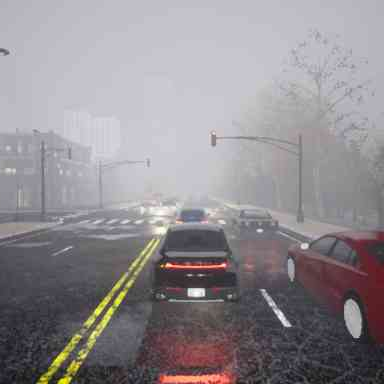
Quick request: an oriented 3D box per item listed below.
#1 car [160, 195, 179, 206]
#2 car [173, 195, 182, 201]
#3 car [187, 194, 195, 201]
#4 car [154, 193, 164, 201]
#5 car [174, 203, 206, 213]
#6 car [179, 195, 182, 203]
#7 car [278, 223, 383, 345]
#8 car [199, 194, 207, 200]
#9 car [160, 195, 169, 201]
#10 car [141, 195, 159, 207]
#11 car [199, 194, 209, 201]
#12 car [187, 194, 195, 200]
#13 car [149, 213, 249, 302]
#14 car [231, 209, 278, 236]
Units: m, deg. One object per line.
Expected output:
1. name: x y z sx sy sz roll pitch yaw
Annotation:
1. car: -3.511 1.539 52.229 1.994 1.385 4.181 0 0 0
2. car: -3.525 1.471 81.910 2.128 1.511 4.902 0 0 0
3. car: -0.270 1.473 79.928 1.812 1.442 4.674 0 0 0
4. car: -6.736 1.185 67.497 2.150 2.045 5.566 0 0 0
5. car: 0.019 1.519 17.293 1.812 1.442 4.674 0 0 0
6. car: -3.490 1.528 67.583 1.994 1.385 4.181 0 0 0
7. car: 3.330 1.475 6.406 1.882 1.535 5.008 0 0 0
8. car: 2.946 1.306 89.942 2.128 1.511 4.902 0 0 0
9. car: -6.777 1.538 82.604 1.895 1.301 4.718 0 0 0
10. car: -6.761 1.576 51.450 1.895 1.301 4.718 0 0 0
11. car: 2.980 1.304 79.909 2.097 1.767 4.553 0 0 0
12. car: -0.304 1.333 89.930 1.994 1.385 4.181 0 0 0
13. car: 0.074 1.501 8.209 1.837 1.490 4.892 0 0 0
14. car: 3.290 1.593 18.383 1.895 1.301 4.718 0 0 0
